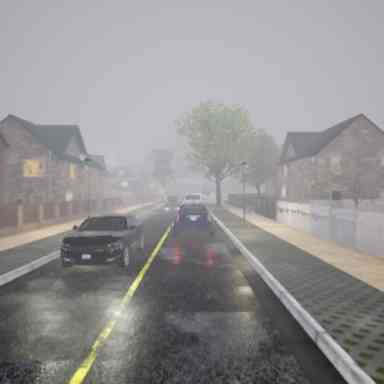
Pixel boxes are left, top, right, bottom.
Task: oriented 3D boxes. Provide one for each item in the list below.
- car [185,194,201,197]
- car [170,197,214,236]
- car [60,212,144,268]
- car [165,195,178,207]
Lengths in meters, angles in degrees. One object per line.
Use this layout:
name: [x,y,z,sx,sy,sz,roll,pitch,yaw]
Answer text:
car: [0.099,1.190,37.505,2.150,2.045,5.566,0,0,0]
car: [0.084,1.340,18.484,2.097,1.767,4.553,0,0,0]
car: [-2.848,1.473,11.462,1.882,1.535,5.008,0,0,0]
car: [-2.816,1.310,49.060,2.097,1.767,4.553,0,0,0]
